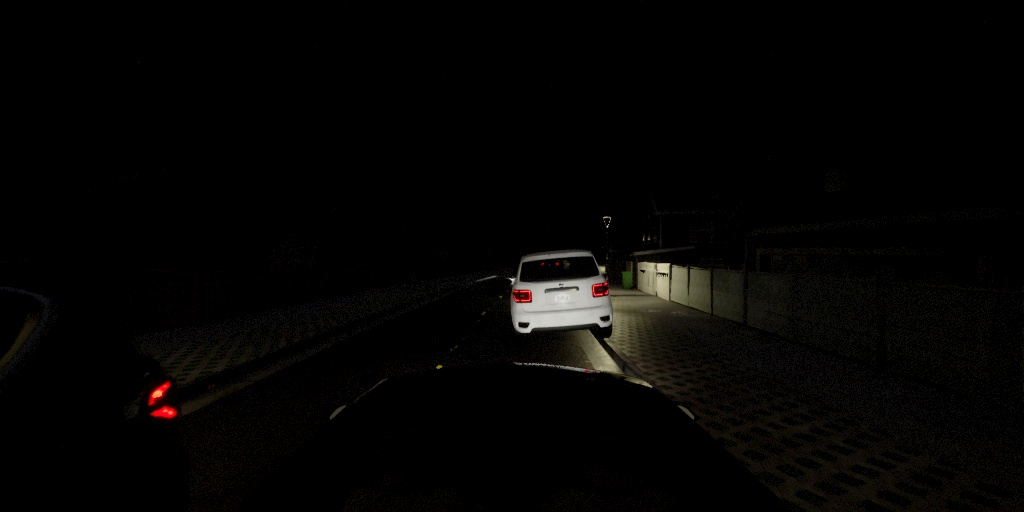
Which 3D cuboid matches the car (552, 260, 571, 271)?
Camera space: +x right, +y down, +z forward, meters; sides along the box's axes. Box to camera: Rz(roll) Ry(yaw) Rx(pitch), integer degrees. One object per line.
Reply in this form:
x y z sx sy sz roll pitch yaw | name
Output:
6.846 1.283 48.950 1.812 1.442 4.674 0 0 17 | car

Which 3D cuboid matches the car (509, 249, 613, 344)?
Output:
1.135 0.897 9.645 2.150 2.045 5.566 -5 0 3 | car

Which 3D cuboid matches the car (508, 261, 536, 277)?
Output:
1.159 1.290 37.104 2.033 1.411 5.357 0 0 12 | car

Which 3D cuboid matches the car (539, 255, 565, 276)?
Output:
4.354 0.973 38.556 2.150 2.045 5.566 0 0 13 | car
